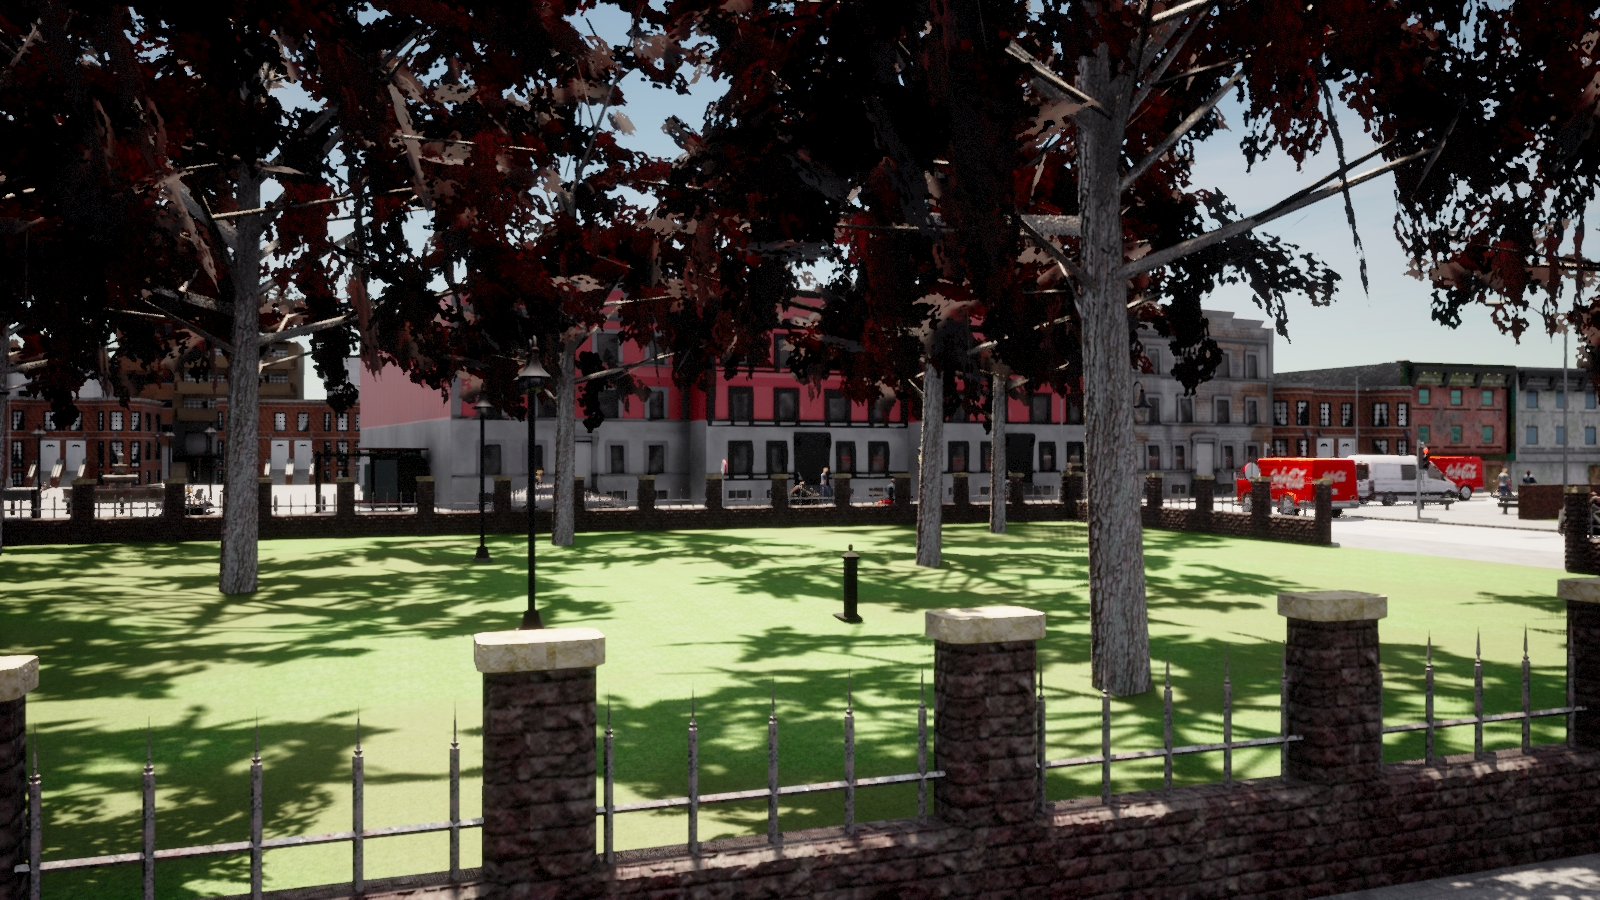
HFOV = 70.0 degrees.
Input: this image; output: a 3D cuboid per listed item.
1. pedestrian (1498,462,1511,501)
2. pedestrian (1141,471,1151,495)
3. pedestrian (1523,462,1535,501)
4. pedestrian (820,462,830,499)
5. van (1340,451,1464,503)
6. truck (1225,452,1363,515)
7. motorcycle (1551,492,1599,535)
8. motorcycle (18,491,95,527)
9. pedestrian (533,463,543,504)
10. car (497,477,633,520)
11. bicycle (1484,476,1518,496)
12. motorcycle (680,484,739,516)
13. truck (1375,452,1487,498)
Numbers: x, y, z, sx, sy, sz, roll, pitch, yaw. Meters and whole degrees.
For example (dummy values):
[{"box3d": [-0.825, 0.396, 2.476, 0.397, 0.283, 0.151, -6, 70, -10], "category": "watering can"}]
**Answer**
[{"box3d": [34.040, 1.528, 55.218, 0.375, 1.860, 0.375, 0, 0, -21], "category": "pedestrian"}, {"box3d": [19.086, 1.812, 63.108, 0.375, 1.300, 0.375, 0, 0, -29], "category": "pedestrian"}, {"box3d": [35.136, 1.531, 55.056, 0.375, 1.860, 0.375, 0, 0, -32], "category": "pedestrian"}, {"box3d": [1.265, 1.528, 57.243, 0.375, 1.860, 0.375, 0, 0, -20], "category": "pedestrian"}, {"box3d": [30.627, 1.327, 58.137, 5.915, 2.561, 1.988, 0, 0, -17], "category": "van"}, {"box3d": [20.688, 1.352, 48.163, 2.627, 2.467, 5.204, 0, 0, -16], "category": "truck"}, {"box3d": [24.930, 1.994, 35.832, 0.867, 1.251, 2.209, 0, 0, -21], "category": "motorcycle"}, {"box3d": [-25.160, 1.992, 38.705, 2.033, 1.145, 0.803, -1, 0, -19], "category": "motorcycle"}, {"box3d": [-12.043, 1.526, 52.519, 0.375, 1.860, 0.375, 0, 0, -25], "category": "pedestrian"}, {"box3d": [-9.094, 1.829, 44.183, 4.902, 1.511, 2.128, 0, 0, -19], "category": "car"}, {"box3d": [40.049, 2.049, 65.244, 1.487, 1.080, 0.859, 3, -1, -18], "category": "bicycle"}, {"box3d": [-3.639, 1.988, 45.783, 2.209, 1.251, 0.867, 0, 0, -22], "category": "motorcycle"}, {"box3d": [35.004, 1.362, 63.458, 5.204, 2.467, 2.627, 0, 0, -19], "category": "truck"}]
